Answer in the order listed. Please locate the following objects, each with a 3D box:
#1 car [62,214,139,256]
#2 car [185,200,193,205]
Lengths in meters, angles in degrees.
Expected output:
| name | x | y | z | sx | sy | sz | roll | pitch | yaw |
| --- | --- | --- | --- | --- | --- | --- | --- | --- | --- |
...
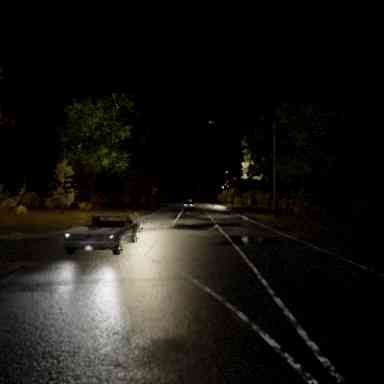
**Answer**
| name | x | y | z | sx | sy | sz | roll | pitch | yaw |
| --- | --- | --- | --- | --- | --- | --- | --- | --- | --- |
| car | -3.358 | 1.553 | 13.054 | 1.895 | 1.301 | 4.718 | 1 | -1 | 0 |
| car | -0.855 | 2.855 | 93.600 | 1.895 | 1.301 | 4.718 | 0 | -1 | 4 |
